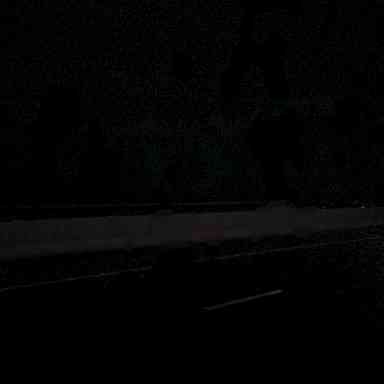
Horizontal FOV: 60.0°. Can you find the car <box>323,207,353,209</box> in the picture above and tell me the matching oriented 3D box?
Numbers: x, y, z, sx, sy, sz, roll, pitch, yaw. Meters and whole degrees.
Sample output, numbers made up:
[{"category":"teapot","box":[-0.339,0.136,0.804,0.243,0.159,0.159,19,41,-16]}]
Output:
[{"category":"car","box":[16.719,1.378,38.028,4.718,1.301,1.895,0,1,-26]}]

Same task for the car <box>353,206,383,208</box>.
[{"category":"car","box":[20.218,1.309,35.803,4.902,1.511,2.128,0,0,-25]}]
